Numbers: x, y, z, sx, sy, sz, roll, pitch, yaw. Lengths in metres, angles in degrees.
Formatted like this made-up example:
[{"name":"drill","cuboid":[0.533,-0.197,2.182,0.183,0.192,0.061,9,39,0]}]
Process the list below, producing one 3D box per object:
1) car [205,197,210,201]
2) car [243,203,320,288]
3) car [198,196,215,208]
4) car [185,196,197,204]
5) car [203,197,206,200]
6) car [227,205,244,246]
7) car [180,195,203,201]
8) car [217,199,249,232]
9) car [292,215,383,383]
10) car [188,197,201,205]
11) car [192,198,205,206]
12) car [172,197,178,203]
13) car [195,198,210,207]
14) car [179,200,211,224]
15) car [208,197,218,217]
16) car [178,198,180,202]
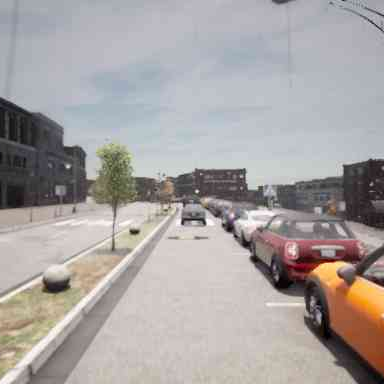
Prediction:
[{"name":"car","cuboid":[2.982,1.580,37.075,2.231,1.521,4.892,0,0,0]},{"name":"car","cuboid":[2.995,1.370,9.444,2.185,1.767,4.553,0,0,0]},{"name":"car","cuboid":[2.286,1.600,53.679,2.185,1.767,4.553,0,-1,-4]},{"name":"car","cuboid":[-0.326,1.825,75.824,2.185,1.767,4.553,0,-1,-9]},{"name":"car","cuboid":[2.635,1.675,48.165,2.097,1.535,5.008,0,-1,-2]},{"name":"car","cuboid":[2.994,1.549,15.120,2.002,1.452,4.674,0,0,0]},{"name":"car","cuboid":[-0.112,1.368,42.859,2.150,2.045,5.566,0,-1,-2]},{"name":"car","cuboid":[2.993,1.397,20.614,2.185,1.767,4.553,0,0,0]},{"name":"car","cuboid":[2.996,1.361,3.924,2.185,1.767,4.553,0,0,0]},{"name":"car","cuboid":[0.516,1.880,70.250,2.231,1.521,4.892,0,-1,-7]},{"name":"car","cuboid":[1.205,1.868,64.872,2.002,1.452,4.674,0,-1,-6]},{"name":"car","cuboid":[-3.490,2.334,92.167,2.002,1.452,4.674,0,-1,-12]},{"name":"car","cuboid":[1.789,1.807,59.384,2.163,1.488,4.792,0,-1,-5]},{"name":"car","cuboid":[0.106,1.600,25.178,2.033,1.411,5.357,0,0,0]},{"name":"car","cuboid":[2.991,1.552,31.555,2.231,1.521,4.892,0,0,0]},{"name":"car","cuboid":[-1.265,1.792,81.356,2.435,2.045,5.566,0,-1,-10]}]
